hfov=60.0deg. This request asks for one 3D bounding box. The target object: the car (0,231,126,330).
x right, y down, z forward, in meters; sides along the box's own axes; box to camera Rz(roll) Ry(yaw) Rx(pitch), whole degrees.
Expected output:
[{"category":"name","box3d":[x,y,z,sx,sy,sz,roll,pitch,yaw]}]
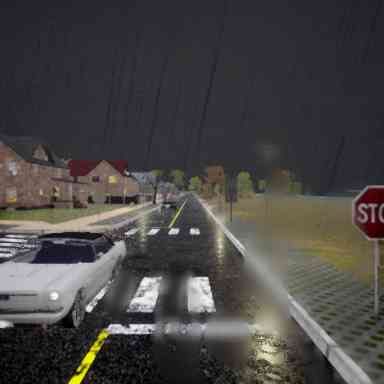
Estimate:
[{"category":"car","box3d":[-2.760,1.594,7.043,1.895,1.301,4.718,0,0,0]}]

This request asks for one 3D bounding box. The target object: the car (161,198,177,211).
[{"category":"car","box3d":[-2.829,1.501,41.396,2.128,1.511,4.902,0,0,0]}]
